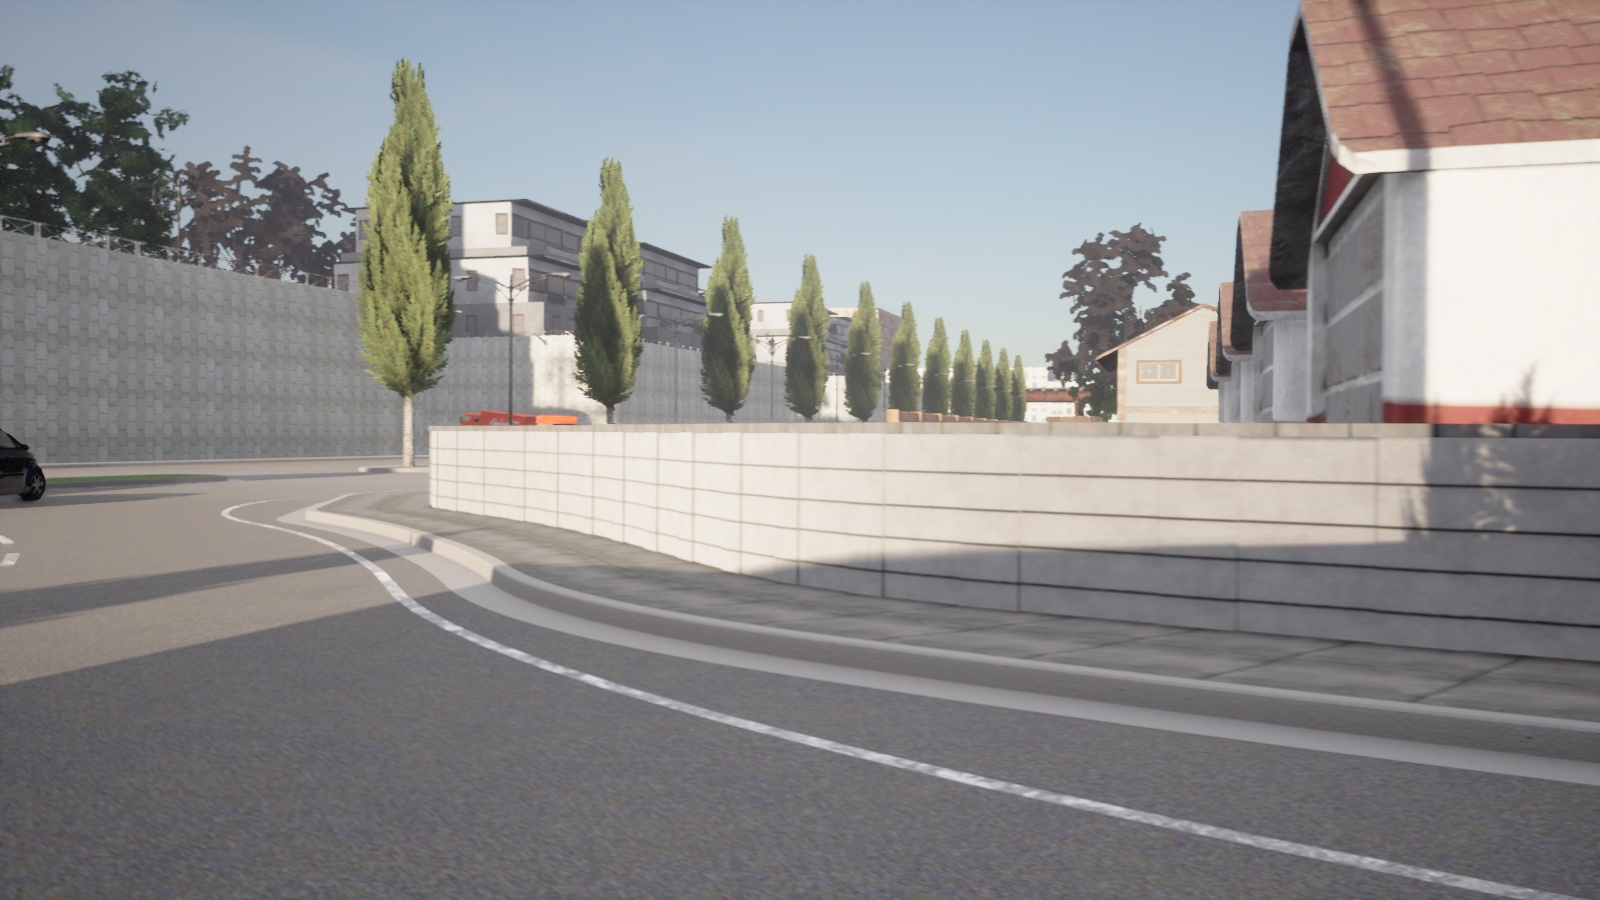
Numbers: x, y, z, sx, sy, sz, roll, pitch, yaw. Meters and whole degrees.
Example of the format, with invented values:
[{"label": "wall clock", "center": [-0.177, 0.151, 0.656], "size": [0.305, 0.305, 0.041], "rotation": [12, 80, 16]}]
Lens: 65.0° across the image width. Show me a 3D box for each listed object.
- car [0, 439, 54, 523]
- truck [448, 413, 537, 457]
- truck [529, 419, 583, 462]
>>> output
[{"label": "car", "center": [-15.971, 0.583, 24.079], "size": [1.789, 1.549, 3.705], "rotation": [-1, 1, -13]}, {"label": "truck", "center": [-21.097, -1.055, 86.197], "size": [5.204, 2.467, 2.627], "rotation": [6, 3, 16]}, {"label": "truck", "center": [-14.826, -0.571, 76.135], "size": [2.627, 2.467, 5.204], "rotation": [0, 0, -17]}]
